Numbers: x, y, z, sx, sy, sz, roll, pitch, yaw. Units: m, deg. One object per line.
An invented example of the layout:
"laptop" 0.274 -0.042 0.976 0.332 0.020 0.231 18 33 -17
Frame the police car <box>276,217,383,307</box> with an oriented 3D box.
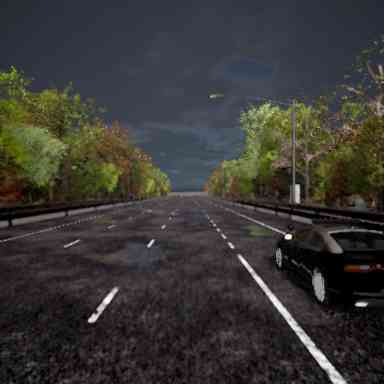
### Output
"police car" 3.486 1.456 8.233 1.930 1.638 5.238 0 0 -1
